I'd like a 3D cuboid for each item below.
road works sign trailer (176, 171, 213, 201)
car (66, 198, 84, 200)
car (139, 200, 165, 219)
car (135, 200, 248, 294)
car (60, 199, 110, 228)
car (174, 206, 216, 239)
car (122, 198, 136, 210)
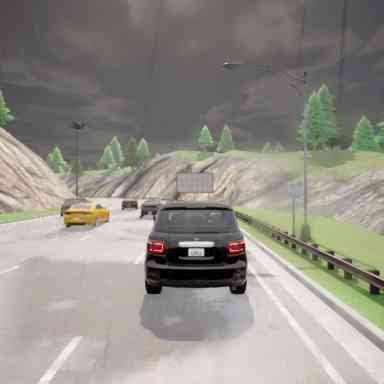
[{"bbox_3d":[0.188,0.464,21.612,2.380,3.560,2.880,0,0,0],"label":"road works sign trailer"},{"bbox_3d":[-10.586,1.351,31.068,2.097,1.767,4.553,0,0,-2],"label":"car"},{"bbox_3d":[-3.537,1.503,30.207,1.837,1.490,4.892,0,0,-1],"label":"car"},{"bbox_3d":[0.088,1.221,8.898,2.150,2.045,5.566,0,0,0],"label":"car"},{"bbox_3d":[-6.929,1.477,22.369,1.882,1.535,5.008,0,0,0],"label":"car"},{"bbox_3d":[0.118,1.558,18.116,1.994,1.385,4.181,0,0,-1],"label":"car"},{"bbox_3d":[-8.004,1.478,43.030,1.882,1.535,5.008,0,0,-7],"label":"car"}]
